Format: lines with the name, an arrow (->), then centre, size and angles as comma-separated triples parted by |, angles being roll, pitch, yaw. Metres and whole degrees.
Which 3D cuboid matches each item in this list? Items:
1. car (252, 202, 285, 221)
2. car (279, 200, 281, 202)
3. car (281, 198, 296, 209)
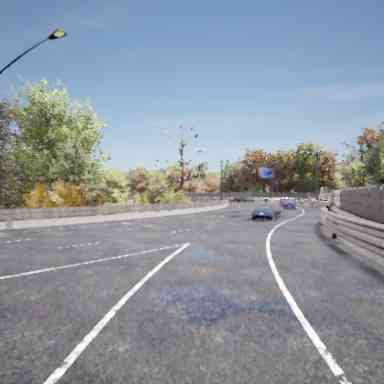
car -> 6.893, 1.856, 30.513 | 1.994, 1.385, 4.181 | 0, -1, 26
car -> 18.308, 1.993, 65.473 | 2.097, 1.767, 4.553 | 0, 0, 8
car -> 15.964, 2.074, 54.627 | 1.812, 1.442, 4.674 | 0, -1, 15
